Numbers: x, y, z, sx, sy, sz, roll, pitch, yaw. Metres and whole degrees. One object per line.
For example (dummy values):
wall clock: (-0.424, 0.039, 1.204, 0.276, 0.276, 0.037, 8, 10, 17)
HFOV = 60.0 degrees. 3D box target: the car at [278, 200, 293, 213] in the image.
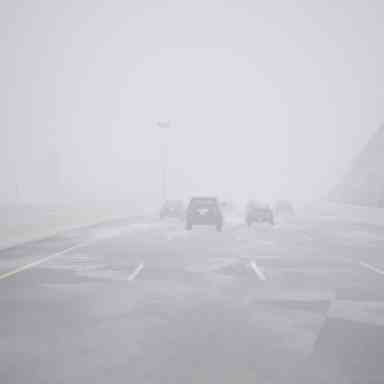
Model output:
car: (10.994, 1.679, 39.885, 1.837, 1.490, 4.892, -1, 0, 13)

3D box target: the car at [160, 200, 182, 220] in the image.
car: (-1.402, 1.486, 29.567, 2.097, 1.767, 4.553, 0, 0, 8)

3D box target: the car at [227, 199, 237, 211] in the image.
car: (4.813, 1.675, 44.431, 1.882, 1.535, 5.008, -1, 0, 13)

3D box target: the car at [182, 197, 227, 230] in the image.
car: (0.960, 1.321, 21.930, 2.150, 2.045, 5.566, -1, 0, 7)

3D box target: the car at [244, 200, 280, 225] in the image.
car: (4.942, 1.601, 24.712, 2.128, 1.511, 4.902, 0, 0, 8)
